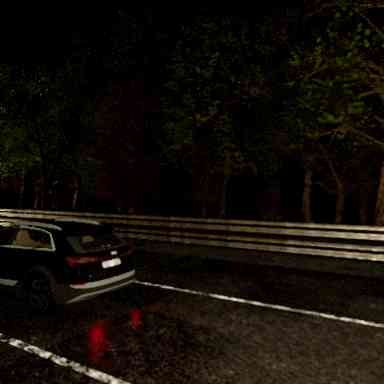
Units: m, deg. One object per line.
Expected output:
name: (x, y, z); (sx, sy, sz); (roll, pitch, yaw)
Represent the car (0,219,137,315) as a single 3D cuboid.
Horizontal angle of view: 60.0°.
car: (-3.464, 1.430, 7.542); (4.856, 1.649, 2.033); (0, 0, 31)
